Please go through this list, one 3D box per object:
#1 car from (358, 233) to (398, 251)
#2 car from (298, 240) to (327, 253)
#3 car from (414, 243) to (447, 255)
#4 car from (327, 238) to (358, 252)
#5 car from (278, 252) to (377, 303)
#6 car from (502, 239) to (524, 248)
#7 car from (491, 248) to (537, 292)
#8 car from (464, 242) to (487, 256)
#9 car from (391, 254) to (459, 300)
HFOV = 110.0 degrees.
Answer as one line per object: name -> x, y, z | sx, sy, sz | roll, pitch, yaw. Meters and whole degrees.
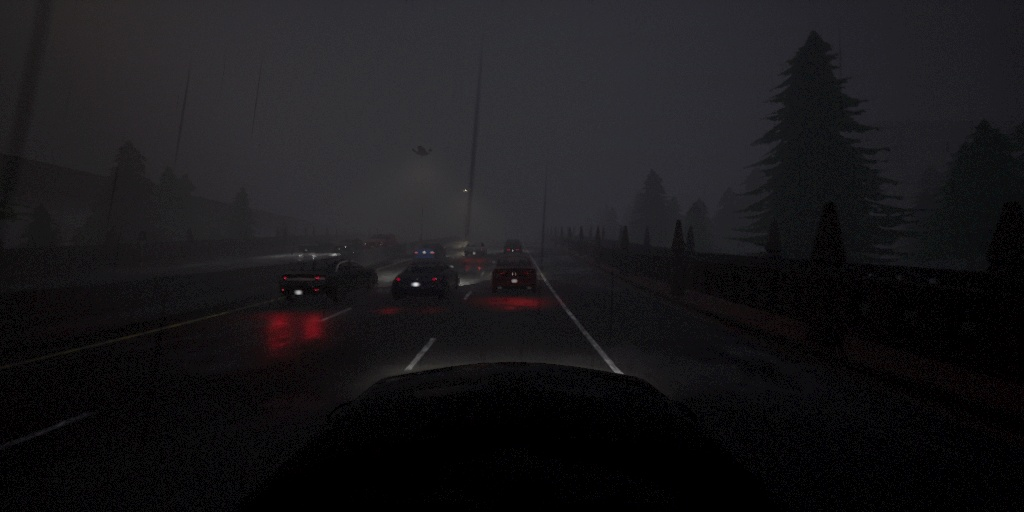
car -> -14.102, -1.459, 38.820 | 2.150, 2.045, 5.566 | 0, 5, 0
car -> -21.100, -1.090, 38.963 | 1.895, 1.301, 4.718 | 0, 5, 0
car -> -6.906, -0.447, 30.748 | 2.033, 1.411, 5.357 | 0, 5, 0
car -> -17.600, -1.182, 38.904 | 1.837, 1.490, 4.892 | 0, 5, 0
car -> -6.903, 0.821, 14.004 | 2.128, 1.511, 4.902 | 0, 3, 0
car -> 0.092, -0.978, 36.498 | 1.837, 1.490, 4.892 | 0, 5, 0
car -> 0.097, 0.652, 16.464 | 1.882, 1.535, 5.008 | 0, 4, 0
car -> -3.407, -0.716, 34.550 | 1.895, 1.301, 4.718 | 0, 5, 0
car -> -3.403, 0.854, 14.678 | 1.994, 1.385, 4.181 | 0, 3, 0
